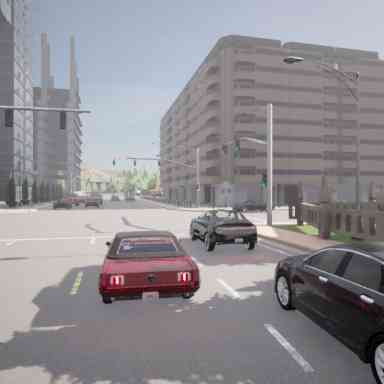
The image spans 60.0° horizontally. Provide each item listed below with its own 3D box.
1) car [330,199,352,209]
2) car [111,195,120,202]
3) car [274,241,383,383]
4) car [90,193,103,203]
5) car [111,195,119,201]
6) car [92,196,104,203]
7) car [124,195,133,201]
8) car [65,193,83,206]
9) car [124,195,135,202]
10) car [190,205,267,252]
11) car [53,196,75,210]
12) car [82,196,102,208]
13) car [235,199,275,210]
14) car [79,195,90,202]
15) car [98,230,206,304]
[{"bbox_3d":[17.183,1.603,40.313,5.357,1.411,2.033,0,0,-15],"label":"car"},{"bbox_3d":[-18.155,1.548,78.589,1.994,1.385,4.181,0,0,-14],"label":"car"},{"bbox_3d":[2.821,1.505,5.010,1.837,1.490,4.892,0,0,-7],"label":"car"},{"bbox_3d":[-16.993,1.222,58.723,2.150,2.045,5.566,0,0,-13],"label":"car"},{"bbox_3d":[-20.536,1.548,88.376,1.994,1.385,4.181,0,0,-14],"label":"car"},{"bbox_3d":[-19.344,1.525,68.672,2.128,1.511,4.902,0,0,-14],"label":"car"},{"bbox_3d":[-17.135,1.535,89.204,2.033,1.411,5.357,0,0,-14],"label":"car"},{"bbox_3d":[-19.284,1.221,53.262,2.150,2.045,5.566,0,0,-13],"label":"car"},{"bbox_3d":[-14.764,1.591,79.457,1.895,1.301,4.718,0,0,-14],"label":"car"},{"bbox_3d":[1.155,1.492,14.081,2.128,1.511,4.902,0,0,-12],"label":"car"},{"bbox_3d":[-16.986,1.601,43.775,1.895,1.301,4.718,0,0,-14],"label":"car"},{"bbox_3d":[-14.703,1.601,49.235,1.895,1.301,4.718,0,0,-13],"label":"car"},{"bbox_3d":[6.987,1.560,37.768,4.892,1.490,1.837,0,0,-14],"label":"car"},{"bbox_3d":[-25.128,1.523,77.639,2.033,1.411,5.357,0,0,-14],"label":"car"},{"bbox_3d":[-1.173,1.601,8.230,1.895,1.301,4.718,0,0,-11],"label":"car"}]
